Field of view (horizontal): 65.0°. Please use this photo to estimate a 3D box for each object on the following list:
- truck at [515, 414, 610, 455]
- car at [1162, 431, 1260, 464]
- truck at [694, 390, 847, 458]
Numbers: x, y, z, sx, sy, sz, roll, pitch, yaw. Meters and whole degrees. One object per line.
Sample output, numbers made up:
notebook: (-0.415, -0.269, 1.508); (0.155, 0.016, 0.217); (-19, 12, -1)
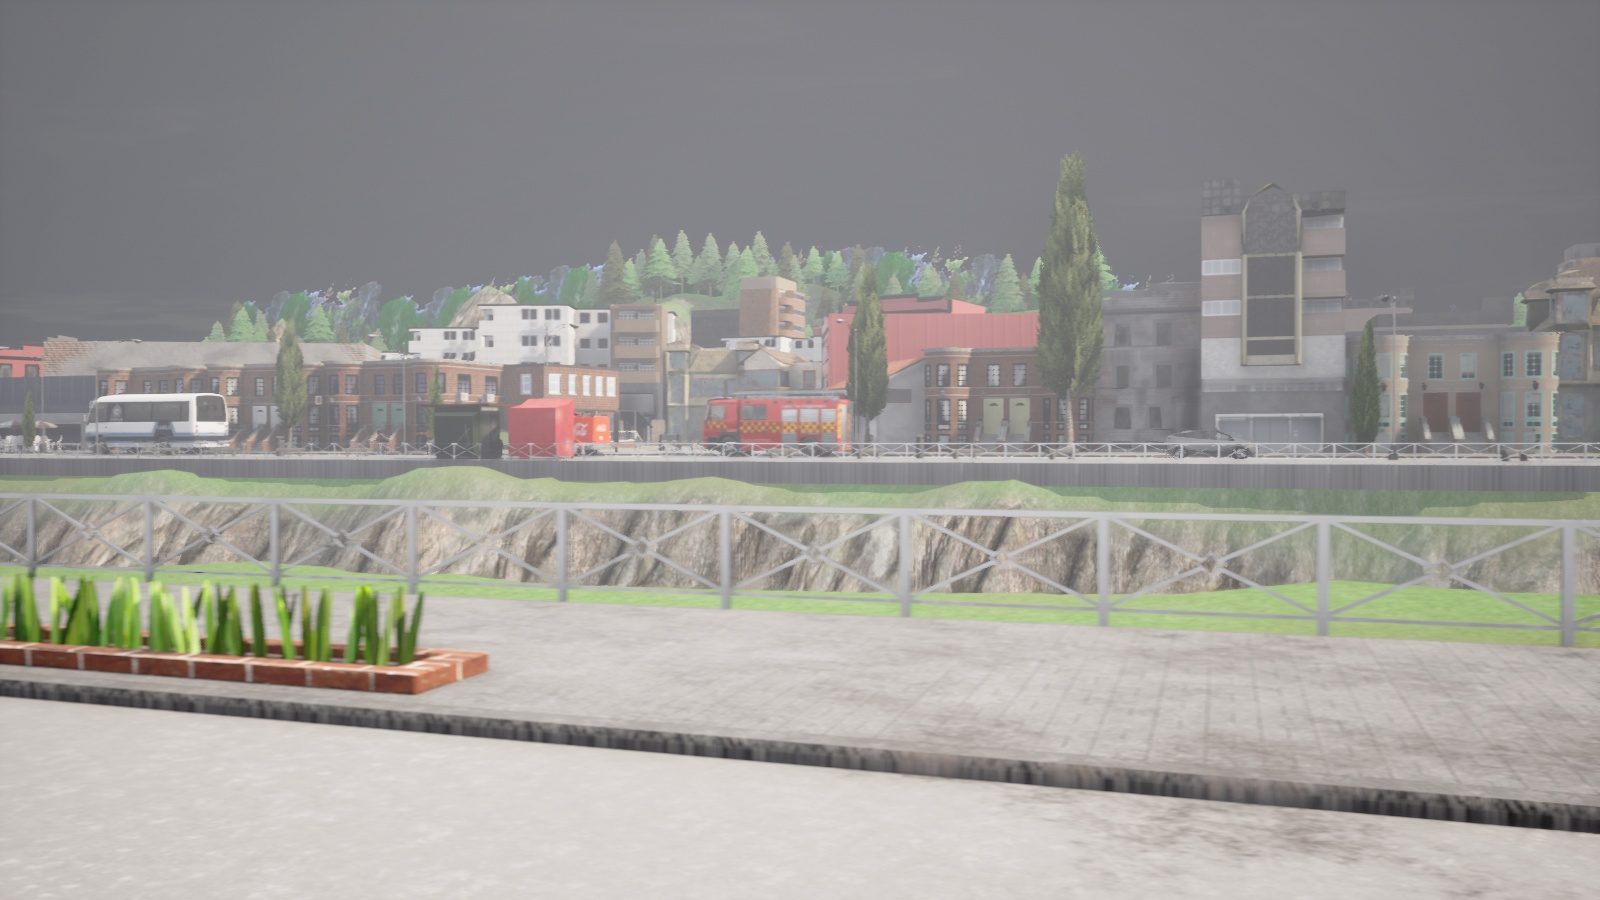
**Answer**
truck: (-14.753, -0.965, 77.994); (5.204, 2.467, 2.627); (1, 1, 19)
car: (20.295, -0.143, 62.003); (4.514, 1.525, 2.007); (1, 1, 19)
truck: (-1.717, -1.523, 73.603); (8.468, 3.827, 2.891); (1, 1, 19)
